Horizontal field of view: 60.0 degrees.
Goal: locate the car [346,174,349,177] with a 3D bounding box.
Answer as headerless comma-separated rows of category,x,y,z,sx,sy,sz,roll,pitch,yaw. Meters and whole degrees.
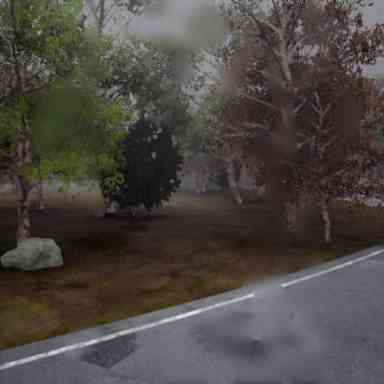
car,31.141,-2.980,67.244,4.718,1.301,1.895,-4,3,-12

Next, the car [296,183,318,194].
car,14.650,-0.371,41.960,1.994,1.385,4.181,-5,3,-19

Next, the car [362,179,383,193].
car,21.470,-0.677,36.907,2.128,1.511,4.902,-7,4,-42
